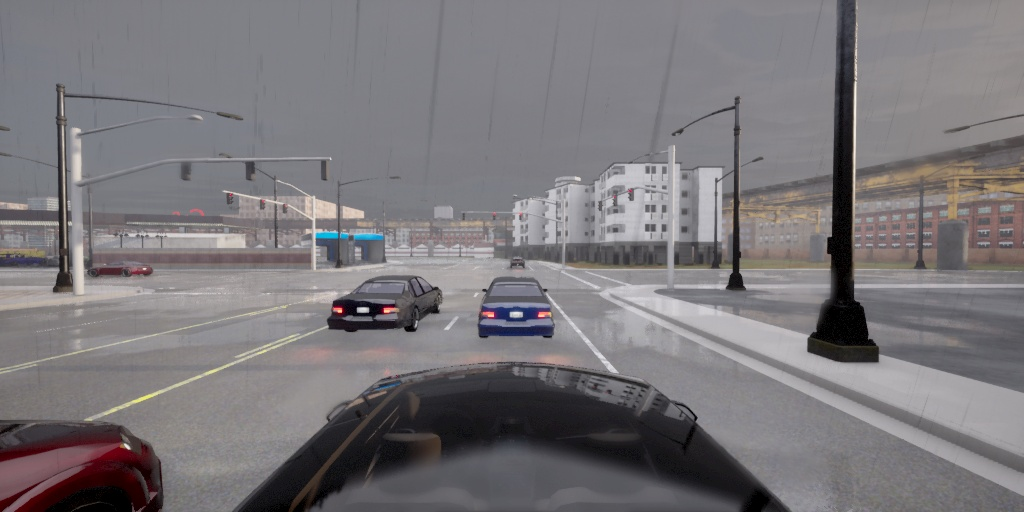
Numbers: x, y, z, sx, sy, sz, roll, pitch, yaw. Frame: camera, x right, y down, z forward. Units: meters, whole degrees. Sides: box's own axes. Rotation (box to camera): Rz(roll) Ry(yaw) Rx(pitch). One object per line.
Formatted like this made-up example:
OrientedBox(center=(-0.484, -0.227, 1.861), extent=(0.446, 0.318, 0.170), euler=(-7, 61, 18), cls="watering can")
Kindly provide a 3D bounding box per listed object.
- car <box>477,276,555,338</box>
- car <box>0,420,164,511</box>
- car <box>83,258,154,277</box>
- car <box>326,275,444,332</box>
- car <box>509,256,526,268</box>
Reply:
OrientedBox(center=(0.088, 1.280, 10.107), extent=(2.033, 1.411, 5.357), euler=(0, 0, 0), cls="car")
OrientedBox(center=(-3.394, 1.314, 0.711), extent=(1.994, 1.385, 4.181), euler=(0, 0, -1), cls="car")
OrientedBox(center=(-33.766, 1.084, 30.947), extent=(4.181, 1.385, 1.994), euler=(0, 1, -1), cls="car")
OrientedBox(center=(-3.408, 1.274, 10.708), extent=(2.033, 1.411, 5.357), euler=(0, 0, 0), cls="car")
OrientedBox(center=(0.695, 0.771, 46.179), extent=(1.837, 1.490, 4.892), euler=(0, 1, 0), cls="car")
